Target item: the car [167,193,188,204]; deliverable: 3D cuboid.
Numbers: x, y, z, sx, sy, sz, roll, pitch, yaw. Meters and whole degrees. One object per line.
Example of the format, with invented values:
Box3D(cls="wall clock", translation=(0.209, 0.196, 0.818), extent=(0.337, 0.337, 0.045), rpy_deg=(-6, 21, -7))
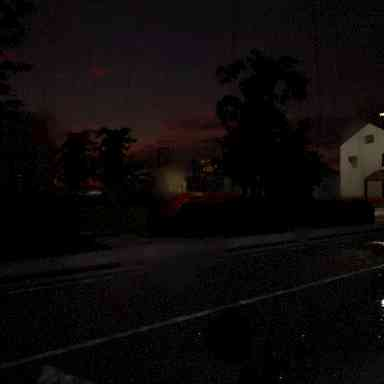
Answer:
Box3D(cls="car", translation=(-3.028, 1.267, 63.270), extent=(2.150, 2.045, 5.566), rpy_deg=(0, 0, -35))
